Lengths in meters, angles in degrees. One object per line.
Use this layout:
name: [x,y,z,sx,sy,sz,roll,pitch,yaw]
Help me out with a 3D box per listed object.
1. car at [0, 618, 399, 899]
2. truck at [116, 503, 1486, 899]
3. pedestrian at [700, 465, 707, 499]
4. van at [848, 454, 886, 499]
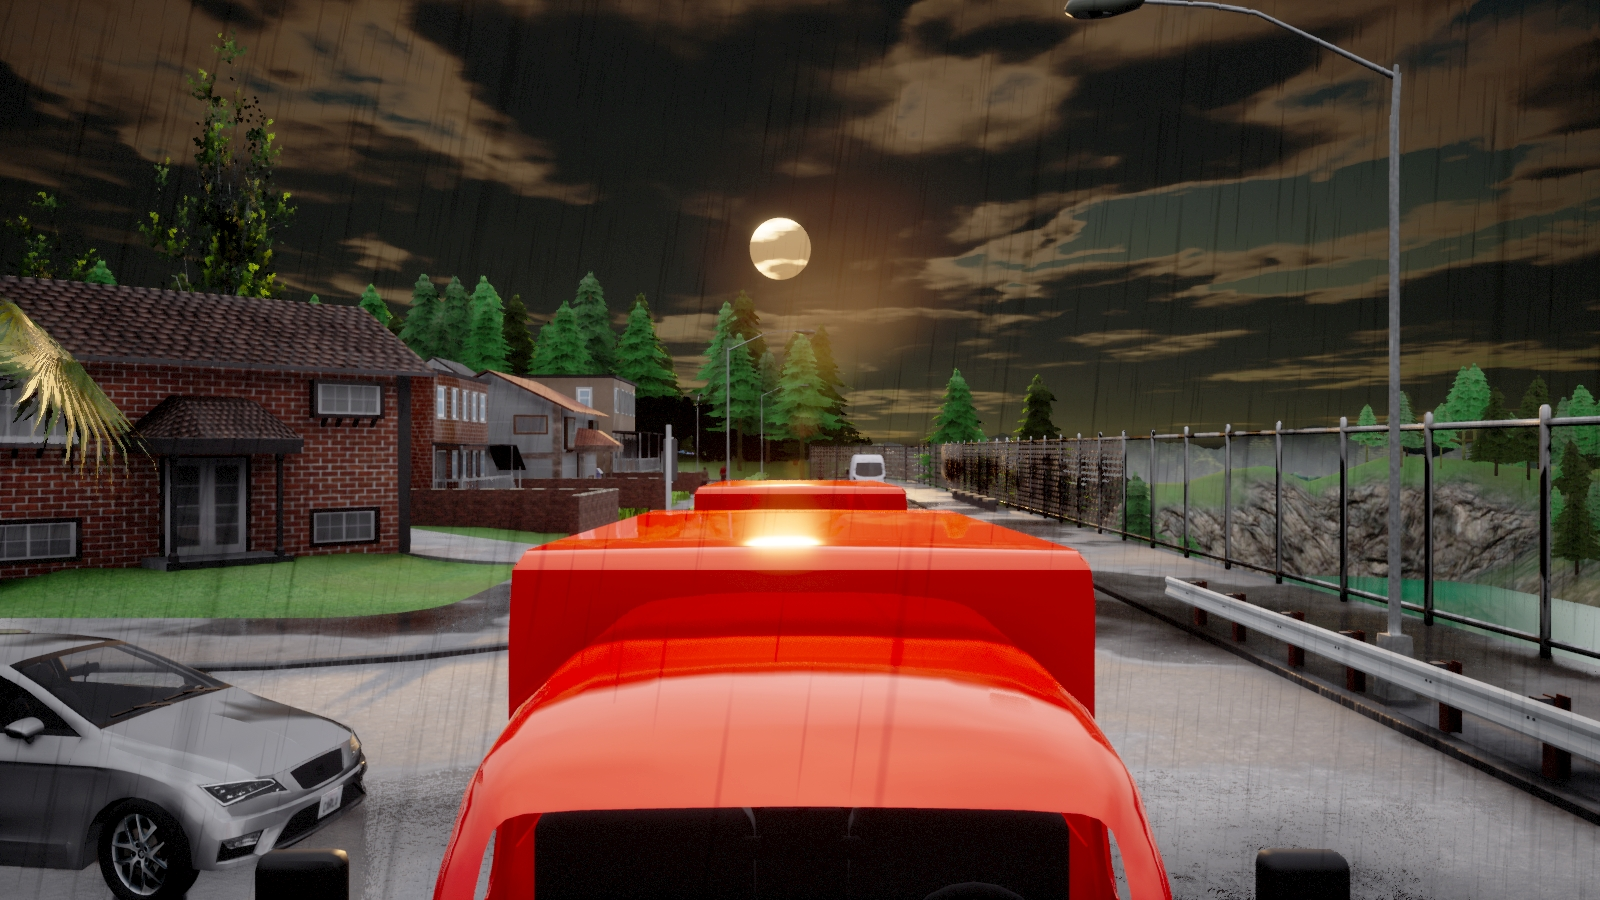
car: [-5.218,2.069,7.982,4.193,1.474,1.816,0,0,8]
truck: [0.003,1.571,4.792,2.627,2.467,5.204,0,0,0]
pedestrian: [-5.295,1.770,62.857,0.375,1.860,0.375,0,0,0]
van: [3.991,1.561,69.062,1.988,2.561,5.915,0,0,0]
